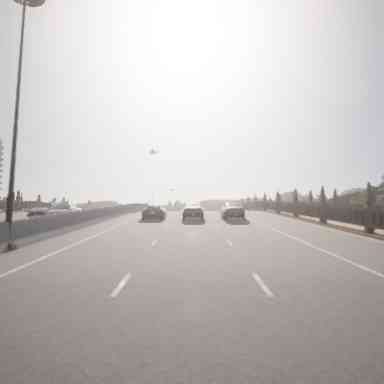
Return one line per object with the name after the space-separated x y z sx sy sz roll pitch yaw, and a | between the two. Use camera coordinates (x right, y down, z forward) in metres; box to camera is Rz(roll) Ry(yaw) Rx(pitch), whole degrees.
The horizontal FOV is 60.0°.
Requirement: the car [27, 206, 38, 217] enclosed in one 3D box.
-14.093 1.764 32.720 2.033 1.411 5.357 0 0 0 | car

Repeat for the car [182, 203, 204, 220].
0.101 1.689 29.859 2.128 1.511 4.902 0 0 0 | car

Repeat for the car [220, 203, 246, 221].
3.601 1.689 29.828 2.128 1.511 4.902 0 0 0 | car

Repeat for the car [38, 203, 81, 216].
-10.595 1.708 27.533 1.812 1.442 4.674 0 0 0 | car

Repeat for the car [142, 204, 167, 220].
-3.399 1.766 30.443 1.994 1.385 4.181 0 0 0 | car
